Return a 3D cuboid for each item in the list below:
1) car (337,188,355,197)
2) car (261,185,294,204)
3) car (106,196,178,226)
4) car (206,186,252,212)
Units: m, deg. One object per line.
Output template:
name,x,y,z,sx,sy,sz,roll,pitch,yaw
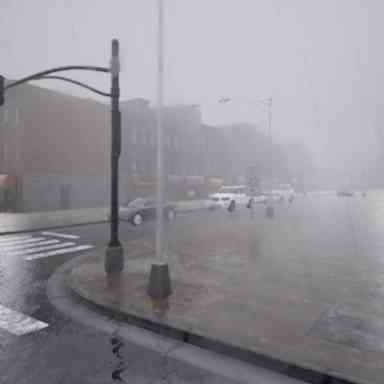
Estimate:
car,24.476,0.094,52.894,2.033,1.411,5.357,0,1,35
car,9.645,0.230,37.171,2.150,2.045,5.566,0,2,35
car,-2.825,1.055,19.717,1.837,1.490,4.892,0,2,36
car,3.377,0.496,28.409,2.150,2.045,5.566,0,2,35
